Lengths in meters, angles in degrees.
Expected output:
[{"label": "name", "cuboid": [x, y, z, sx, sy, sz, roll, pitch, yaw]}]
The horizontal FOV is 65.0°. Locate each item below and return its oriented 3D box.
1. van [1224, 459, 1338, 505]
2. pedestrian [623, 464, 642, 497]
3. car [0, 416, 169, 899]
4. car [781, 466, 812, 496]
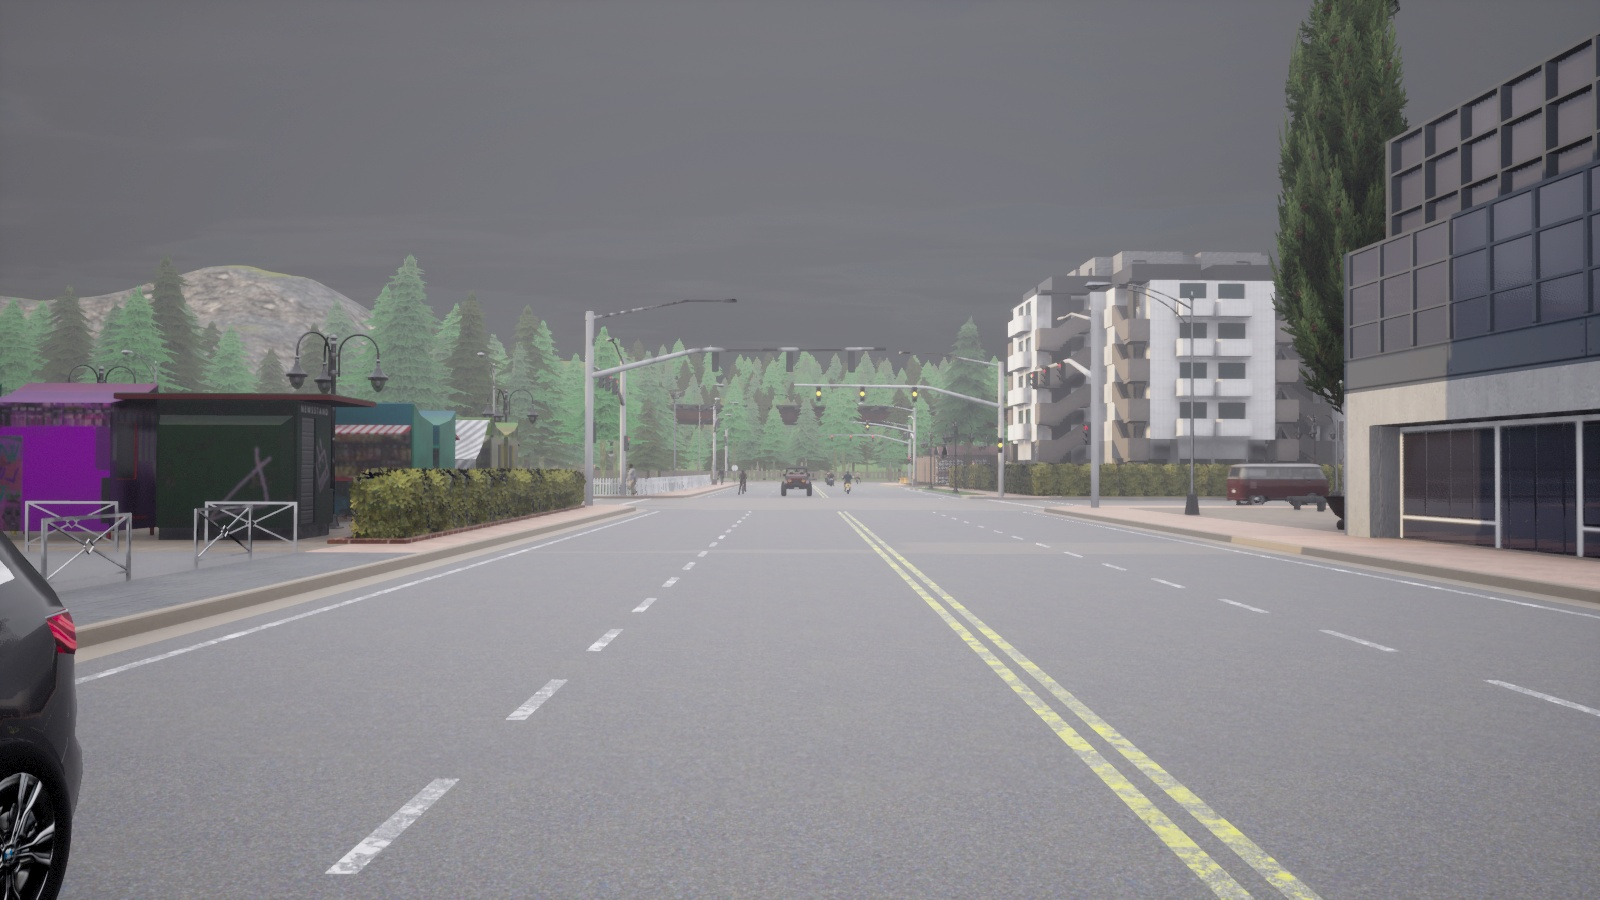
[{"label": "van", "cuboid": [21.583, 1.427, 56.453, 4.442, 1.987, 1.775, 0, -1, -3]}, {"label": "pedestrian", "cuboid": [-9.370, 1.686, 70.141, 0.900, 1.855, 0.874, 0, -1, -21]}, {"label": "car", "cuboid": [-3.507, 0.714, 2.453, 2.242, 1.667, 4.611, 0, -1, 0]}, {"label": "car", "cuboid": [-0.200, 1.930, 78.718, 1.905, 1.878, 3.866, 0, -1, 0]}]
